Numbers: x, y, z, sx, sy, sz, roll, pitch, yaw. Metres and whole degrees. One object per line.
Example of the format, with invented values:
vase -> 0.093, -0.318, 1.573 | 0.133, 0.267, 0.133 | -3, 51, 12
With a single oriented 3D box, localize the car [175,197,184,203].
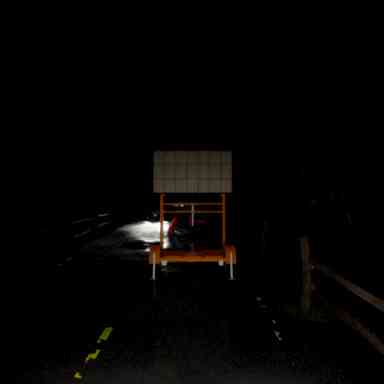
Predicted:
car -> -2.600, 1.713, 68.568 | 1.994, 1.385, 4.181 | 0, 0, 0

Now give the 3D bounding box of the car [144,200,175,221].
car -> -2.787, 1.495, 27.507 | 2.128, 1.511, 4.902 | 0, 0, 0

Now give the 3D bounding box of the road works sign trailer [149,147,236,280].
road works sign trailer -> 0.022, 0.463, 9.917 | 2.380, 3.560, 2.880 | 0, 0, 0
